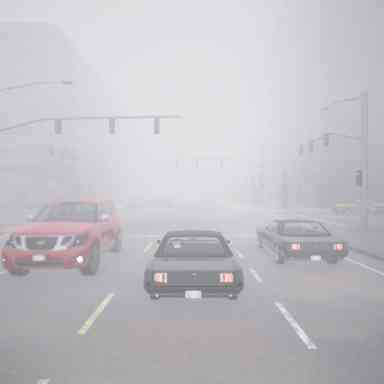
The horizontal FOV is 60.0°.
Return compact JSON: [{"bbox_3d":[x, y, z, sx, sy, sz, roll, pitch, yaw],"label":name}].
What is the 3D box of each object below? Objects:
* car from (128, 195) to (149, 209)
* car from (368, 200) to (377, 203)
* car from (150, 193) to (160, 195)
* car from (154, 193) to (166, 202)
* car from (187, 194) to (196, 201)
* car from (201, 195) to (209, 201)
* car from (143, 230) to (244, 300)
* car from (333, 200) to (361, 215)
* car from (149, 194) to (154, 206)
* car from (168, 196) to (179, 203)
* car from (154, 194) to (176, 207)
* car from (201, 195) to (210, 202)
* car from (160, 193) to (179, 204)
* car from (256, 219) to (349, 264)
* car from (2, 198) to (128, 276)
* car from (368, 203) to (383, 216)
[{"bbox_3d":[-7.598,1.351,45.214,2.097,1.767,4.553,0,0,2],"label":"car"},{"bbox_3d":[19.269,1.547,30.848,4.902,1.511,2.128,0,0,0],"label":"car"},{"bbox_3d":[-7.377,1.221,64.831,2.150,2.045,5.566,0,0,1],"label":"car"},{"bbox_3d":[-7.235,1.221,75.263,2.150,2.045,5.566,0,0,1],"label":"car"},{"bbox_3d":[-0.114,1.355,87.333,2.097,1.767,4.553,0,0,1],"label":"car"},{"bbox_3d":[3.387,1.552,87.462,1.994,1.385,4.181,0,0,1],"label":"car"},{"bbox_3d":[0.042,1.601,8.348,1.895,1.301,4.718,0,0,0],"label":"car"},{"bbox_3d":[17.206,1.533,34.350,5.008,1.535,1.882,0,0,0],"label":"car"},{"bbox_3d":[-7.512,1.525,54.492,1.812,1.442,4.674,0,0,0],"label":"car"},{"bbox_3d":[-3.788,1.552,70.042,1.994,1.385,4.181,0,0,1],"label":"car"},{"bbox_3d":[-4.019,1.492,50.006,2.128,1.511,4.902,0,0,0],"label":"car"},{"bbox_3d":[3.288,1.595,77.487,1.895,1.301,4.718,0,0,1],"label":"car"},{"bbox_3d":[-3.950,1.221,60.131,2.150,2.045,5.566,0,0,1],"label":"car"},{"bbox_3d":[3.548,1.601,11.734,1.895,1.301,4.718,0,0,0],"label":"car"},{"bbox_3d":[-3.711,1.222,10.694,2.150,2.045,5.566,0,0,-1],"label":"car"},{"bbox_3d":[3.593,1.221,1.982,2.150,2.045,5.566,0,0,0],"label":"car"}]
